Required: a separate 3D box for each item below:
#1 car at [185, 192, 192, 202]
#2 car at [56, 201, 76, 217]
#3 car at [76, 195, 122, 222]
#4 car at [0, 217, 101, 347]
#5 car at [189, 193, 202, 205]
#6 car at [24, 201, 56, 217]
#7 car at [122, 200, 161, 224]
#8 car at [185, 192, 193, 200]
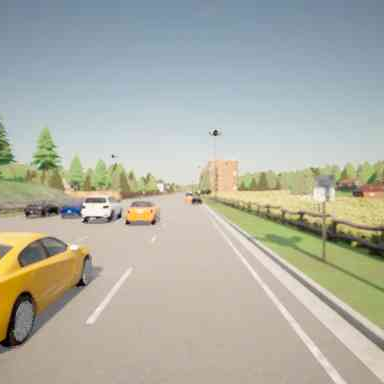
[{"bbox_3d":[-0.607,1.350,77.864,2.097,1.767,4.553,0,0,-1],"label":"car"},{"bbox_3d":[-10.595,1.534,31.140,1.882,1.535,5.008,0,0,0],"label":"car"},{"bbox_3d":[-7.067,1.259,26.636,2.150,2.045,5.566,0,0,0],"label":"car"},{"bbox_3d":[-3.439,1.496,6.376,1.882,1.535,5.008,0,0,0],"label":"car"},{"bbox_3d":[0.832,1.470,59.828,1.882,1.535,5.008,0,0,-1],"label":"car"},{"bbox_3d":[-14.099,1.567,31.655,2.128,1.511,4.902,0,0,0],"label":"car"},{"bbox_3d":[-3.554,1.370,24.858,2.097,1.767,4.553,0,0,0],"label":"car"},{"bbox_3d":[-0.778,1.102,92.014,2.150,2.045,5.566,0,0,-1],"label":"car"}]
